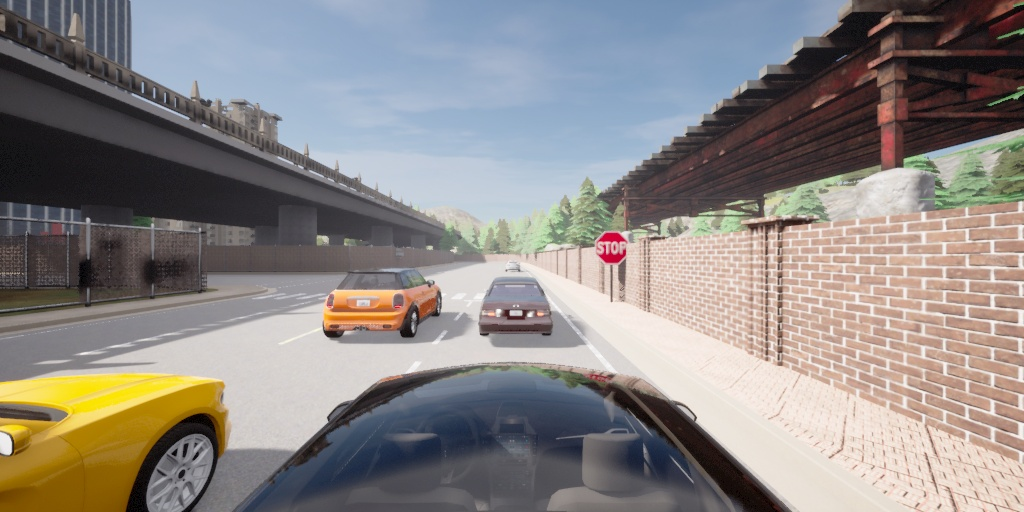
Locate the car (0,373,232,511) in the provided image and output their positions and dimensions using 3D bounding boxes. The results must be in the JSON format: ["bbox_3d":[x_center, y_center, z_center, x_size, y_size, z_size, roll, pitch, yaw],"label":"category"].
[{"bbox_3d":[-3.397,1.228,1.092,1.882,1.535,5.008,0,0,0],"label":"car"}]

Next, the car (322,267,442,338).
[{"bbox_3d":[-3.413,1.102,10.350,2.097,1.767,4.553,0,0,0],"label":"car"}]

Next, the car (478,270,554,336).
[{"bbox_3d":[0.088,1.297,10.369,2.033,1.411,5.357,0,0,0],"label":"car"}]

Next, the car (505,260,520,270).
[{"bbox_3d":[0.113,1.275,46.246,1.812,1.442,4.674,0,0,-1],"label":"car"}]
